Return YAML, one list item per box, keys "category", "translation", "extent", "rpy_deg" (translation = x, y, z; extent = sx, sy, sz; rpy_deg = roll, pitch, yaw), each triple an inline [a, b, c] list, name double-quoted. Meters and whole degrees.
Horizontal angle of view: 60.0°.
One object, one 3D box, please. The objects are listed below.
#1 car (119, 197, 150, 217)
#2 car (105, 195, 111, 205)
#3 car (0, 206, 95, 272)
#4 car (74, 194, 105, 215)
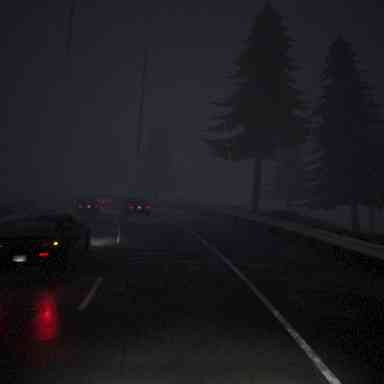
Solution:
- category: "car"
  translation: [-4.621, 1.138, 26.434]
  extent: [2.033, 1.411, 5.357]
  rpy_deg: [0, 1, -19]
- category: "car"
  translation: [-11.733, 0.962, 41.889]
  extent: [1.895, 1.301, 4.718]
  rpy_deg: [-1, 1, -30]
- category: "car"
  translation: [-4.369, 1.372, 10.178]
  extent: [1.812, 1.442, 4.674]
  rpy_deg: [0, 1, -7]
- category: "car"
  translation: [-8.754, 1.126, 27.676]
  extent: [2.033, 1.411, 5.357]
  rpy_deg: [0, 1, -21]
